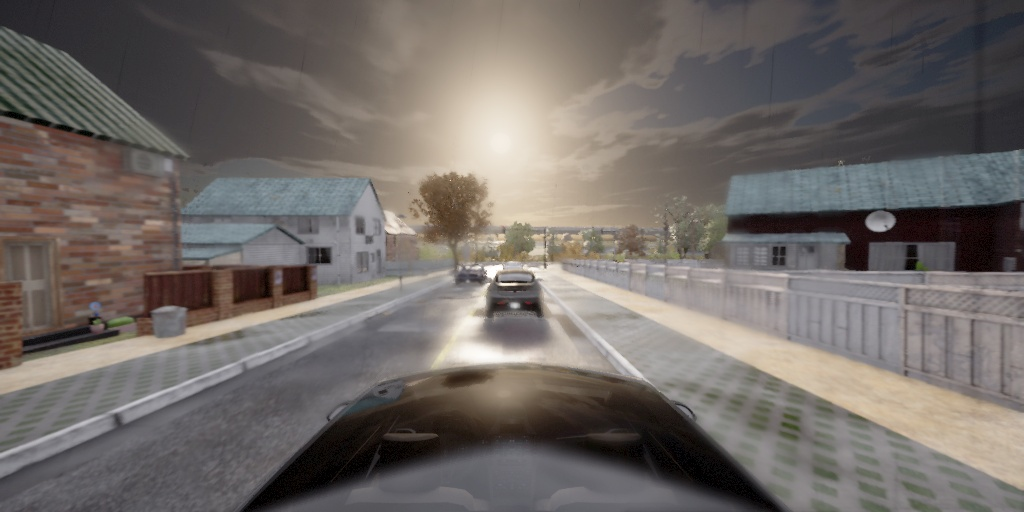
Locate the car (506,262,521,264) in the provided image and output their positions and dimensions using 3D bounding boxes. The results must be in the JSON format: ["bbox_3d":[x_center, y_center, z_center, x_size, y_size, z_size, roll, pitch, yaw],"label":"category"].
[{"bbox_3d":[0.097,1.204,31.011,1.812,1.442,4.674,0,0,0],"label":"car"}]

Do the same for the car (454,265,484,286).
[{"bbox_3d":[-2.772,1.290,24.874,1.895,1.301,4.718,0,0,1],"label":"car"}]

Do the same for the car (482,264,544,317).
[{"bbox_3d":[0.099,1.222,13.028,1.837,1.490,4.892,0,0,0],"label":"car"}]
